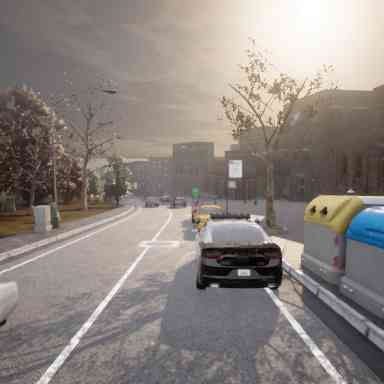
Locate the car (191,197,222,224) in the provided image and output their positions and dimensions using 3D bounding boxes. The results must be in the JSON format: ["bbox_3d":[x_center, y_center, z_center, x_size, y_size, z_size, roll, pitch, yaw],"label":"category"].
[{"bbox_3d":[1.010,1.300,25.201,2.097,1.767,4.553,0,0,-1],"label":"car"}]

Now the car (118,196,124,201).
[{"bbox_3d":[-19.981,1.716,90.038,2.033,1.411,5.357,-3,1,-26],"label":"car"}]

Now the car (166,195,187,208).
[{"bbox_3d":[-1.952,1.384,46.905,2.128,1.511,4.902,-1,0,-10],"label":"car"}]

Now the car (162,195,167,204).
[{"bbox_3d":[-4.803,1.386,60.394,1.837,1.490,4.892,-2,0,-16],"label":"car"}]

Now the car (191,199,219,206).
[{"bbox_3d":[1.025,1.419,19.368,1.801,1.575,5.366,0,0,0],"label":"car"}]

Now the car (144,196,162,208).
[{"bbox_3d":[-5.623,1.458,46.501,1.837,1.490,4.892,-1,0,-9],"label":"car"}]

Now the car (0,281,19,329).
[{"bbox_3d":[-3.603,1.595,2.897,1.895,1.301,4.718,0,0,0],"label":"car"}]

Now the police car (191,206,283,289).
[{"bbox_3d":[1.038,1.408,9.242,1.930,1.638,5.238,0,0,0],"label":"police car"}]
